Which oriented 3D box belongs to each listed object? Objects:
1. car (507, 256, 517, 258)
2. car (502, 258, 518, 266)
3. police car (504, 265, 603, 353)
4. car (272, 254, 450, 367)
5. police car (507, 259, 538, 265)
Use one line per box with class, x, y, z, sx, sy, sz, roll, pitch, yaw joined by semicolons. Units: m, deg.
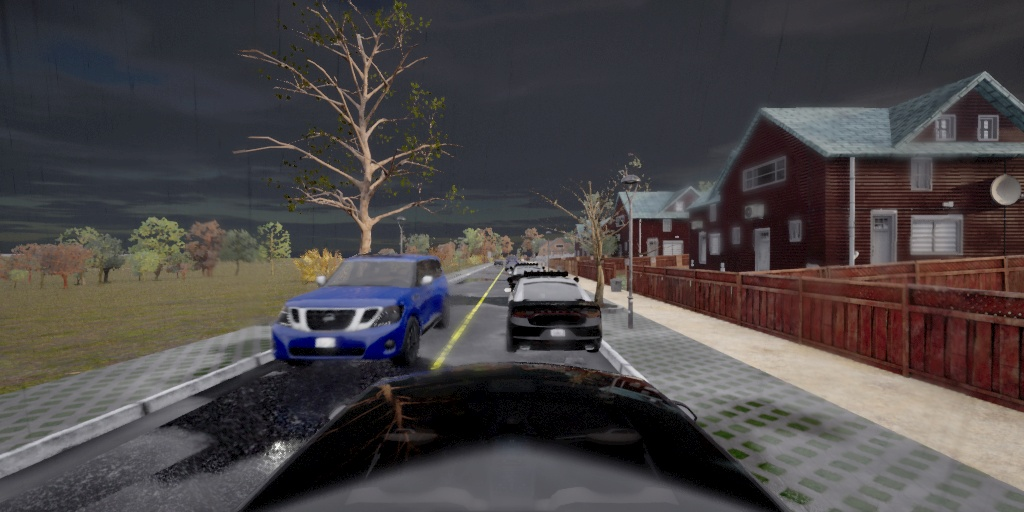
car;0.054;1.005;62.037;2.150;2.045;5.566;0;0;0
car;0.079;1.332;47.273;1.994;1.385;4.181;0;0;0
police car;0.831;1.176;9.000;1.930;1.638;5.238;0;0;0
car;-2.843;0.971;8.242;2.150;2.045;5.566;0;0;0
police car;0.839;1.178;19.000;1.930;1.638;5.238;0;0;0
